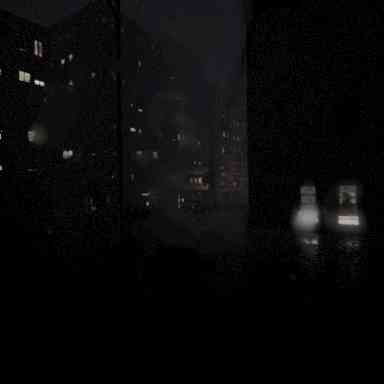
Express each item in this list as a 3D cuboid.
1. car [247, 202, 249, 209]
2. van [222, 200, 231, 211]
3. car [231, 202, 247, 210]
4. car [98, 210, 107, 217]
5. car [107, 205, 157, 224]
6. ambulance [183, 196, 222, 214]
[{"bbox_3d":[10.986,2.673,65.777,1.887,1.381,4.507,-2,-2,35],"label":"car"},{"bbox_3d":[4.504,2.293,56.525,1.690,1.788,3.998,-2,-2,35],"label":"van"},{"bbox_3d":[7.745,2.480,61.151,1.967,1.590,4.097,-2,-2,35],"label":"car"},{"bbox_3d":[-8.547,2.122,37.867,1.752,1.417,4.829,-2,-2,35],"label":"car"},{"bbox_3d":[-4.876,1.836,28.618,1.967,1.590,4.097,-2,-2,35],"label":"car"},{"bbox_3d":[1.258,1.795,47.236,2.351,2.431,6.366,-1,-1,35],"label":"ambulance"}]
